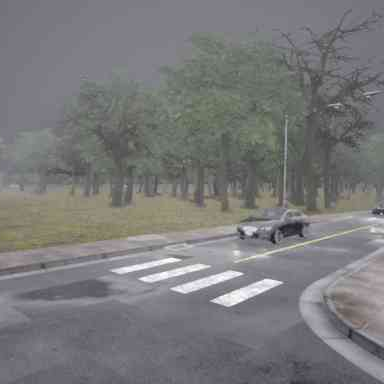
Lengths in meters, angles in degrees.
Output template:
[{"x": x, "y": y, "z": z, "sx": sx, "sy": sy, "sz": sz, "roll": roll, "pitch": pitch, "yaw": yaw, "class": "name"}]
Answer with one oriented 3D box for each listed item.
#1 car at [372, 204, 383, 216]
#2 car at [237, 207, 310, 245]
[{"x": 20.023, "y": 1.875, "z": 34.191, "sx": 1.895, "sy": 1.301, "sz": 4.718, "roll": 2, "pitch": 1, "yaw": 42, "class": "car"}, {"x": 4.035, "y": 1.518, "z": 15.994, "sx": 2.128, "sy": 1.511, "sz": 4.902, "roll": 2, "pitch": 1, "yaw": 41, "class": "car"}]
